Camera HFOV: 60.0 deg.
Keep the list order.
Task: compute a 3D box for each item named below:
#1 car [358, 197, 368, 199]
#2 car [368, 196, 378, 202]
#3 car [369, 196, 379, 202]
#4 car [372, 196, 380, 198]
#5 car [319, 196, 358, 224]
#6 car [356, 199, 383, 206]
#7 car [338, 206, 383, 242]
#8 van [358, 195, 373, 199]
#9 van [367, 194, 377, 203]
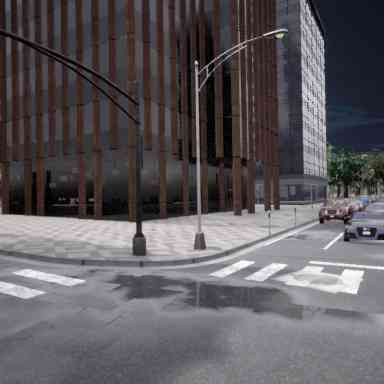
[{"bbox_3d":[19.429,1.617,39.428,1.752,1.417,4.829,-1,-1,31],"label":"car"},{"bbox_3d":[41.769,1.637,76.754,1.752,1.417,4.829,-1,-1,31],"label":"car"},{"bbox_3d":[44.650,1.682,81.565,1.947,1.339,4.313,-1,-1,31],"label":"car"},{"bbox_3d":[23.663,1.583,41.122,2.033,1.411,5.357,-1,-1,31],"label":"car"},{"bbox_3d":[11.135,1.403,25.579,2.192,1.841,5.009,-1,-1,31],"label":"car"},{"bbox_3d":[13.225,1.511,23.848,1.882,1.535,5.008,-1,-1,31],"label":"car"},{"bbox_3d":[8.581,1.596,16.108,1.994,1.385,4.181,-1,-1,31],"label":"car"},{"bbox_3d":[25.098,1.436,48.908,1.690,1.788,3.998,-1,-1,31],"label":"van"},{"bbox_3d":[39.061,1.449,72.236,1.690,1.788,3.998,-1,-1,31],"label":"van"}]
